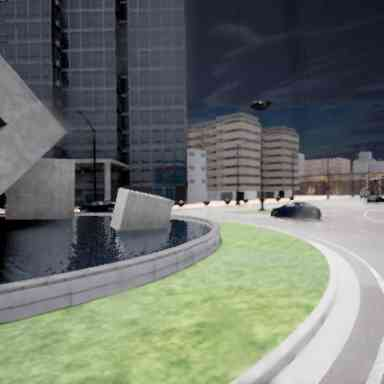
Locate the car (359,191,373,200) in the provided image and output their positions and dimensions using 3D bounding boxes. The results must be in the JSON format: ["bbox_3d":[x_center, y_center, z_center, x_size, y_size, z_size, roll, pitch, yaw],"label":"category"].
[{"bbox_3d":[42.012,0.736,79.795,2.150,2.045,5.566,-1,0,42],"label":"car"}]

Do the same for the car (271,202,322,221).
[{"bbox_3d":[8.267,1.501,26.673,1.994,1.385,4.181,-1,0,-26],"label":"car"}]

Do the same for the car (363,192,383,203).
[{"bbox_3d":[32.336,1.191,58.665,1.994,1.385,4.181,-1,0,42],"label":"car"}]

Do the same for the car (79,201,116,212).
[{"bbox_3d":[-10.604,1.764,38.472,4.902,1.511,2.128,-1,0,4],"label":"car"}]
